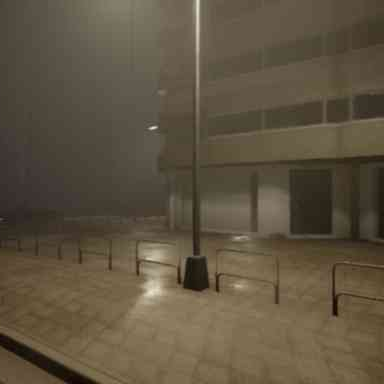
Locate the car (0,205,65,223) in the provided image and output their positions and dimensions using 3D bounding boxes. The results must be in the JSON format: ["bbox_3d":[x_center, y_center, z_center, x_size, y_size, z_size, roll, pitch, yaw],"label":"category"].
[{"bbox_3d":[-12.467,1.659,25.956,1.895,1.301,4.718,0,0,38],"label":"car"}]
